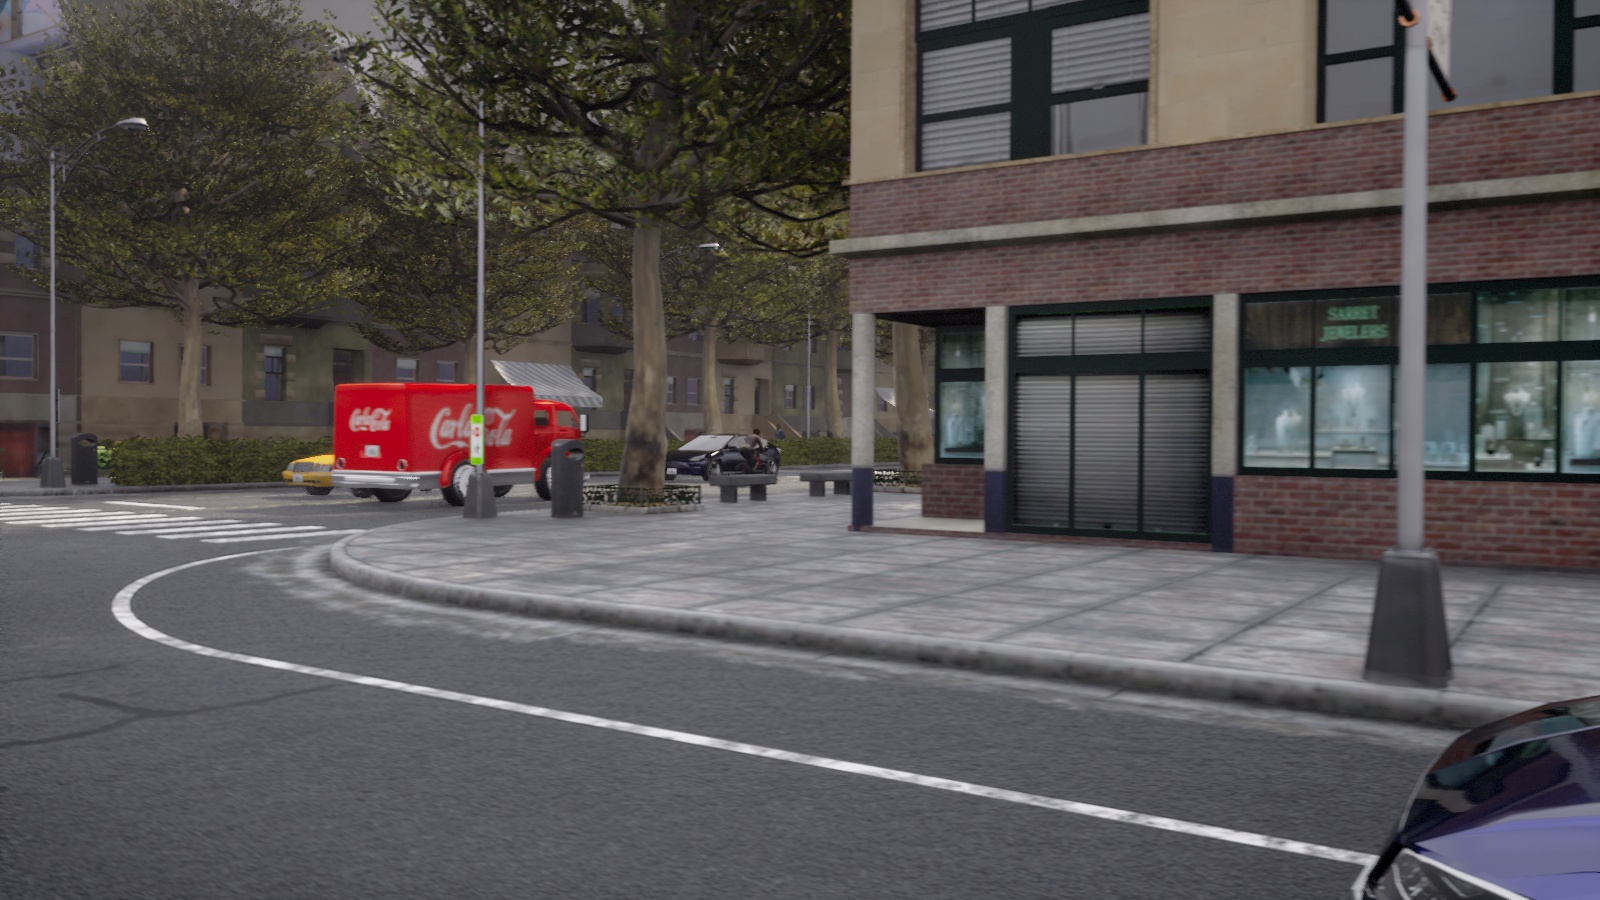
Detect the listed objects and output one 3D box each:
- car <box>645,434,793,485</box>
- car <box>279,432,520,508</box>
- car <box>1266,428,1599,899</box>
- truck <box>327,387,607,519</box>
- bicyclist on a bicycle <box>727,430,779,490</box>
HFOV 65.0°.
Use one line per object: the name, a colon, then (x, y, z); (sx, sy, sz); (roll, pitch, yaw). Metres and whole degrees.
car: (-2.463, 0.254, 39.361); (2.163, 1.488, 4.792); (0, 1, 33)
car: (-9.141, 0.393, 29.180); (1.801, 1.575, 5.366); (0, 1, 33)
car: (3.006, 0.693, 1.627); (4.193, 1.474, 1.816); (0, 1, 34)
truck: (-6.822, -0.009, 26.354); (2.627, 2.467, 5.204); (0, 2, 33)
bicyclist on a bicycle: (-1.282, 0.253, 34.820); (0.582, 1.620, 1.656); (0, 1, 33)
